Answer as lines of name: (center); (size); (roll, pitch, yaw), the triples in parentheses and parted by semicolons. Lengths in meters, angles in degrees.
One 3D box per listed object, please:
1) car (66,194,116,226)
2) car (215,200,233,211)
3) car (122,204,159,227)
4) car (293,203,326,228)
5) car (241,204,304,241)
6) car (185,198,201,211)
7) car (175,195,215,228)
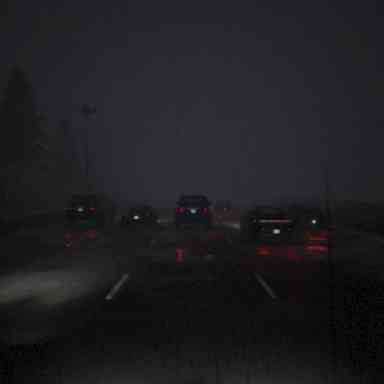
car: (-6.900, 1.175, 23.243); (2.150, 2.045, 5.566); (0, 0, 0)
car: (3.601, 1.524, 38.656); (1.895, 1.301, 4.718); (0, 0, 0)
car: (-3.399, 1.520, 22.313); (1.994, 1.385, 4.181); (0, 0, 0)
car: (7.102, 1.462, 21.768); (1.837, 1.490, 4.892); (0, 0, 0)
car: (3.600, 1.459, 16.585); (2.128, 1.511, 4.902); (0, 0, 0)
car: (0.087, 1.445, 40.660); (1.812, 1.442, 4.674); (0, 0, 0)
car: (0.106, 1.179, 21.662); (2.150, 2.045, 5.566); (0, 0, 0)
